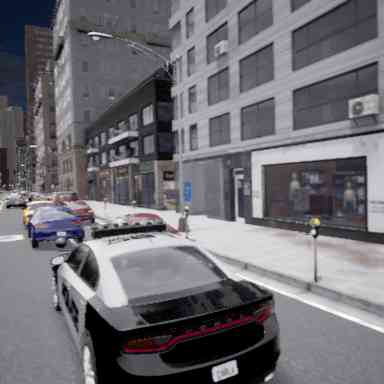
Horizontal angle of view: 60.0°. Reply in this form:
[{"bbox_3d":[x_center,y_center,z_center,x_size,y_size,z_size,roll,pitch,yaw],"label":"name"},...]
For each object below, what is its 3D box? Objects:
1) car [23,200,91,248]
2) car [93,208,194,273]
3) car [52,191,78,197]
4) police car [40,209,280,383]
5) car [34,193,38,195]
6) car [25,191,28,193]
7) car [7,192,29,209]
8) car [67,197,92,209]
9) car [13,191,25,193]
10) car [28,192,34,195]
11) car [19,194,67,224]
[{"bbox_3d":[-5.729,1.297,13.770,1.812,1.442,4.674,-3,2,-29],"label":"car"},{"bbox_3d":[-1.763,1.317,10.615,1.802,1.307,4.206,-3,2,-29],"label":"car"},{"bbox_3d":[-9.719,0.889,25.070,2.192,1.841,5.009,-3,2,-29],"label":"car"},{"bbox_3d":[-0.970,1.294,5.099,1.930,1.638,5.238,-3,2,-29],"label":"police car"},{"bbox_3d":[-15.013,0.909,34.717,1.967,1.590,4.097,-3,2,-29],"label":"car"},{"bbox_3d":[-25.605,0.827,54.005,1.947,1.339,4.313,-3,2,-29],"label":"car"},{"bbox_3d":[-19.976,1.101,37.895,1.994,1.385,4.181,-3,2,-29],"label":"car"},{"bbox_3d":[-7.061,1.209,20.257,1.802,1.307,4.206,-3,2,-29],"label":"car"},{"bbox_3d":[-25.943,0.947,48.691,1.812,1.442,4.674,-3,2,-29],"label":"car"},{"bbox_3d":[-20.308,0.915,44.362,2.008,1.369,4.403,-3,2,-29],"label":"car"},{"bbox_3d":[-8.712,1.166,19.193,1.801,1.575,5.366,-3,2,-29],"label":"car"}]
